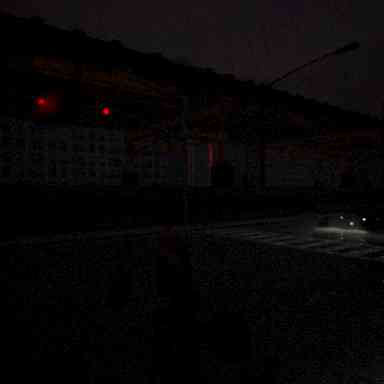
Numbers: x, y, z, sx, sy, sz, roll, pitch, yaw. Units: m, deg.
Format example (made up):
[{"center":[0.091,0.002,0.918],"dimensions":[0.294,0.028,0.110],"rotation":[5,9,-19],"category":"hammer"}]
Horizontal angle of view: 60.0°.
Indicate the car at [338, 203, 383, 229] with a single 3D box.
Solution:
[{"center":[11.346,1.410,20.666],"dimensions":[5.357,1.411,2.033],"rotation":[0,0,-35],"category":"car"}]
